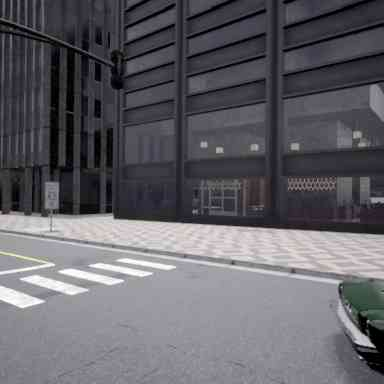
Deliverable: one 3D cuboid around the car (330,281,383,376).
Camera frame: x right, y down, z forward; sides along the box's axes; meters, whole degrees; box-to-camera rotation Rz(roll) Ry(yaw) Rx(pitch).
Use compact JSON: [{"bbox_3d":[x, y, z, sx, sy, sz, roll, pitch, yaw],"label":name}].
[{"bbox_3d":[4.254,1.596,3.987,4.718,1.301,1.895,-1,-1,13],"label":"car"}]
